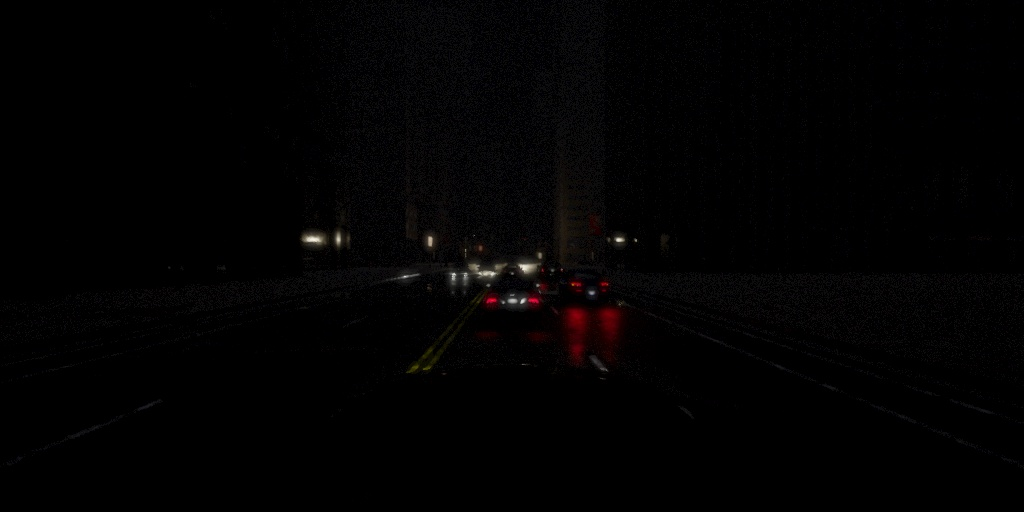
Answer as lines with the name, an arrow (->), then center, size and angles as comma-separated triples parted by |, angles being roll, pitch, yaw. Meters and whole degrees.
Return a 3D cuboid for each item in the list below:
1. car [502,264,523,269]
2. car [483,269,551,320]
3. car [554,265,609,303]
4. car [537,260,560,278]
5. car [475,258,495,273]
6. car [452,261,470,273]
car -> 0.046, 1.431, 31.944 | 1.994, 1.385, 4.181 | 0, 0, 0
car -> 0.037, 1.344, 12.805 | 2.033, 1.411, 5.357 | 0, 0, 0
car -> 3.312, 1.340, 17.123 | 1.812, 1.442, 4.674 | 0, 0, 0
car -> 3.292, 1.215, 31.189 | 2.097, 1.767, 4.553 | 0, 0, 0
car -> -3.383, 1.264, 47.790 | 2.097, 1.767, 4.553 | 0, 0, 0
car -> -6.634, 1.417, 46.909 | 1.837, 1.490, 4.892 | 0, -1, 0
